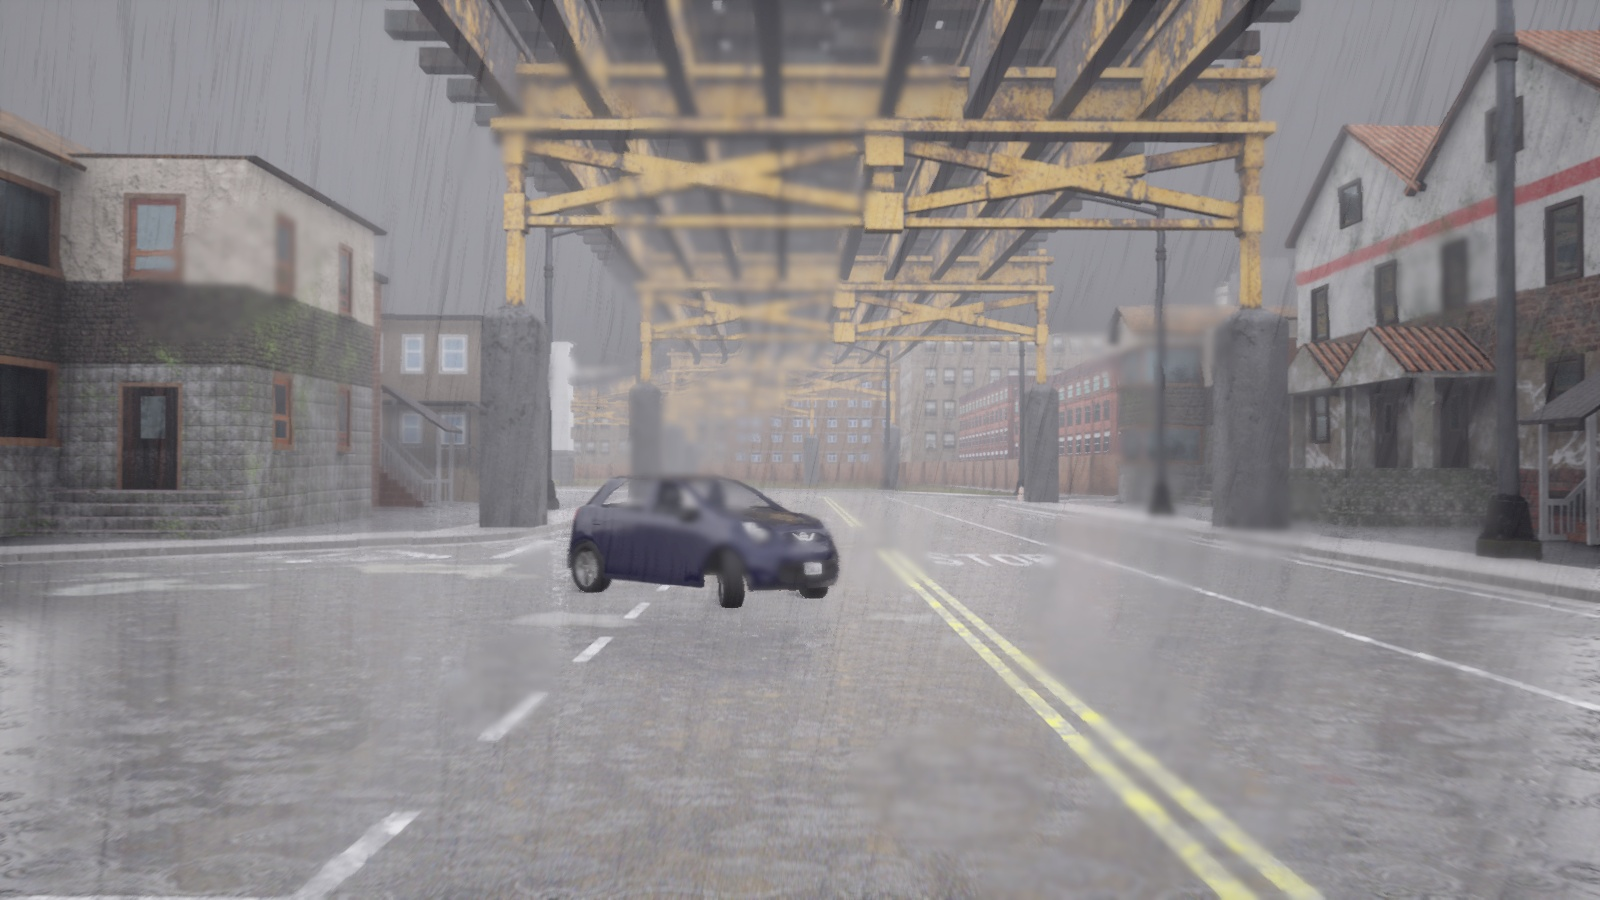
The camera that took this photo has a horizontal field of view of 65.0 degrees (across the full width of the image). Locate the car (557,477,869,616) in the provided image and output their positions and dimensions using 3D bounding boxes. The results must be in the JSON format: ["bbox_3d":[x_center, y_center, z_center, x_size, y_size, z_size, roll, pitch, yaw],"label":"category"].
[{"bbox_3d":[-1.142,1.093,15.530,3.633,1.501,1.845,-1,-2,43],"label":"car"}]
